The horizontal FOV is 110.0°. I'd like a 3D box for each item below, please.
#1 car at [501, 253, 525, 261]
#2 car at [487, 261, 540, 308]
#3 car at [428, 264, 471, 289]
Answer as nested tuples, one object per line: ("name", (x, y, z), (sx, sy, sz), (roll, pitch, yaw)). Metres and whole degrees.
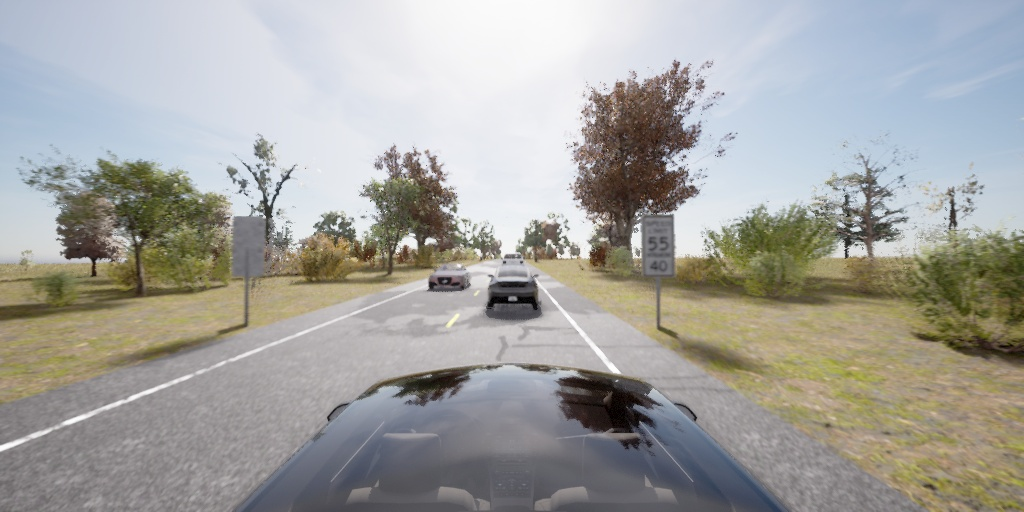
("car", (0.099, 0.689, 35.003), (2.150, 2.045, 5.566), (0, 0, 0))
("car", (0.048, 1.137, 14.375), (1.837, 1.490, 4.892), (0, 1, 1))
("car", (-3.541, 1.139, 20.956), (1.994, 1.385, 4.181), (0, 0, 1))
